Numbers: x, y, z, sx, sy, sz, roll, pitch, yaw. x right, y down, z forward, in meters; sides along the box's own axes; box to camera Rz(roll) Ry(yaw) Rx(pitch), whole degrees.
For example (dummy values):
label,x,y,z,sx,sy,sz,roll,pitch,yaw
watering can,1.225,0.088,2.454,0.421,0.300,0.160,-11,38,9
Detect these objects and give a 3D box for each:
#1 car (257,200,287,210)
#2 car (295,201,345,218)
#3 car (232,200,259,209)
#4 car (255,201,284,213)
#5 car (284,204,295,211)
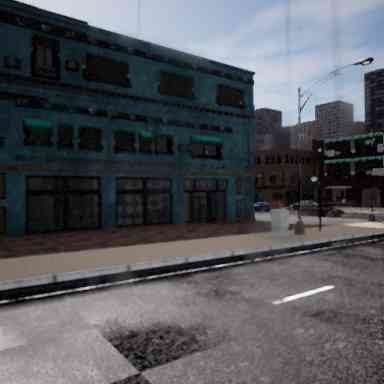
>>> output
label,x,y,z,sx,sy,sz,roll,pitch,yaw
car,11.900,1.965,49.613,1.802,1.307,4.206,-1,0,-35
car,13.020,1.862,33.376,1.947,1.339,4.313,-1,0,-35
car,8.691,2.027,54.122,1.802,1.307,4.206,-1,0,-35
car,9.300,1.954,43.302,1.994,1.385,4.181,-1,0,-35
car,15.109,1.871,45.103,2.008,1.369,4.403,-1,0,-35
